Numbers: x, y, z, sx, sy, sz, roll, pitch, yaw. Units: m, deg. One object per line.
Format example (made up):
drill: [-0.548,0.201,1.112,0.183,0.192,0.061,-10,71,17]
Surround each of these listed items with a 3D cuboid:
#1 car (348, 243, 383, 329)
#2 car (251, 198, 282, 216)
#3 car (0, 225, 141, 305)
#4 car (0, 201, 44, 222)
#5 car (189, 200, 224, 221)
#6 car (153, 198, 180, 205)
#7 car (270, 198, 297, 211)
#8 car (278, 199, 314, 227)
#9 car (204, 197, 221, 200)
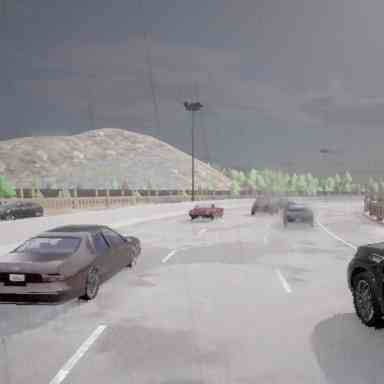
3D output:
car: [3.833,1.223,3.754,2.150,2.045,5.566,0,0,3]
car: [7.411,1.354,33.428,2.097,1.767,4.553,0,0,23]
car: [-2.794,1.548,8.323,2.033,1.411,5.357,0,0,6]
car: [-13.805,1.507,26.020,1.837,1.490,4.892,0,0,16]
car: [1.330,1.602,27.402,1.895,1.301,4.718,0,0,18]
car: [-3.294,1.494,44.180,2.128,1.511,4.902,0,0,27]
car: [11.742,1.549,42.526,2.033,1.411,5.357,0,0,31]
car: [7.259,1.493,22.811,2.128,1.511,4.902,0,0,16]
car: [2.746,1.494,48.146,2.128,1.511,4.902,0,0,30]
